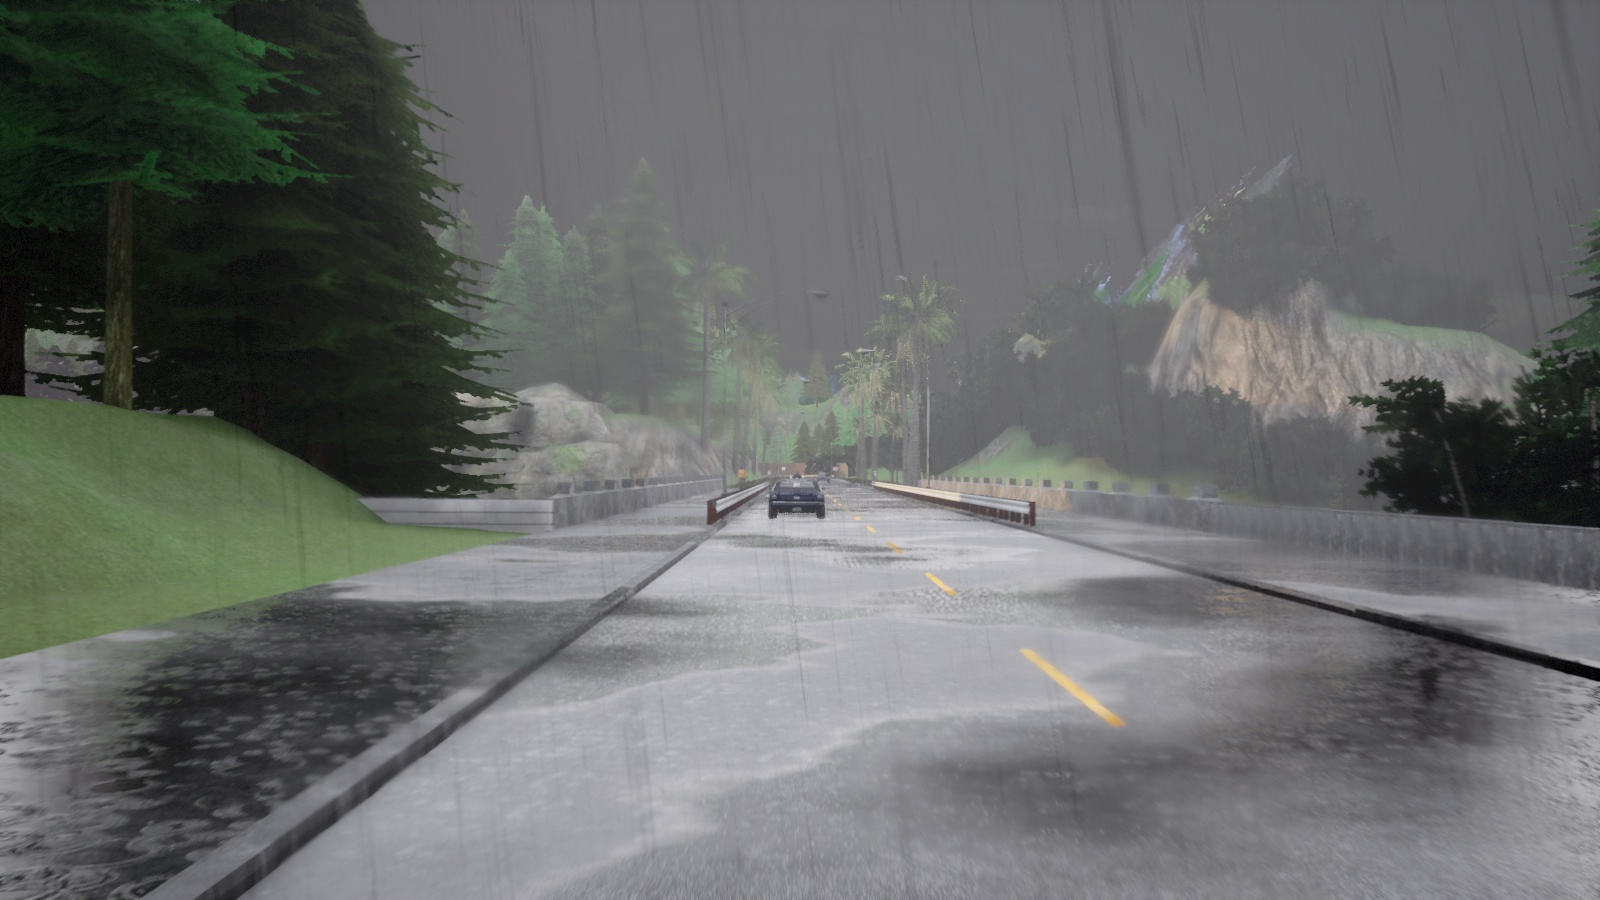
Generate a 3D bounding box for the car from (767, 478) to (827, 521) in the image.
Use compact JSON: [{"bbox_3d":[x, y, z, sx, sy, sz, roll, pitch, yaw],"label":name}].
[{"bbox_3d":[-0.092,1.620,42.065,1.895,1.301,4.718,0,-1,0],"label":"car"}]
